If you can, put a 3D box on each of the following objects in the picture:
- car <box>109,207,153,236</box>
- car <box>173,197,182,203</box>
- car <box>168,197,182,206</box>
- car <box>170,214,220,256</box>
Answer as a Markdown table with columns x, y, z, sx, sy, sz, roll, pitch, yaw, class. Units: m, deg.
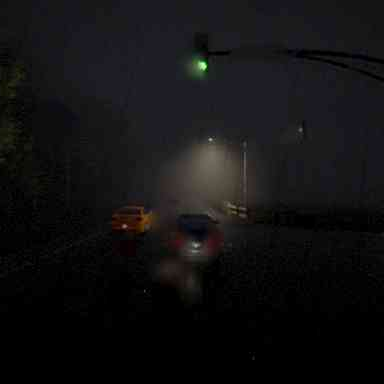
| x | y | z | sx | sy | sz | roll | pitch | yaw | class |
| --- | --- | --- | --- | --- | --- | --- | --- | --- | --- |
| -3.388 | 1.577 | 19.241 | 1.882 | 1.535 | 5.008 | 0 | 0 | 0 | car |
| -3.450 | 1.941 | 79.239 | 1.994 | 1.385 | 4.181 | 0 | 0 | 0 | car |
| -3.361 | 1.810 | 61.991 | 1.837 | 1.490 | 4.892 | 0 | -1 | 0 | car |
| 0.108 | 1.595 | 13.396 | 1.812 | 1.442 | 4.674 | 0 | 0 | 0 | car |
